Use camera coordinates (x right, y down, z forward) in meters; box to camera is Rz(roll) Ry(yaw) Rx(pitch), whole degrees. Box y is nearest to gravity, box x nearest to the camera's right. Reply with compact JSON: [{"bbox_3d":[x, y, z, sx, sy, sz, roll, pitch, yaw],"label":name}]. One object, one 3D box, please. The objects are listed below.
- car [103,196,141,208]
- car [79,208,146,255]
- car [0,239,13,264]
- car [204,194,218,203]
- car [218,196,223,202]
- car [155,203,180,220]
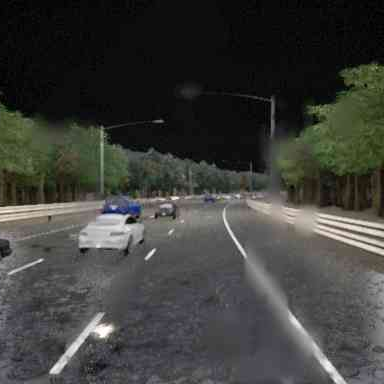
[{"bbox_3d":[-5.847,1.361,28.263,2.150,2.045,5.566,0,0,4],"label":"car"},{"bbox_3d":[-3.116,1.594,13.583,1.812,1.442,4.674,0,0,2],"label":"car"},{"bbox_3d":[-6.779,1.582,8.318,2.033,1.411,5.357,0,0,1],"label":"car"},{"bbox_3d":[4.191,1.479,77.879,2.150,2.045,5.566,0,0,11],"label":"car"},{"bbox_3d":[6.440,1.870,88.501,1.895,1.301,4.718,0,0,13],"label":"car"},{"bbox_3d":[-2.183,1.680,30.205,1.812,1.442,4.674,0,0,4],"label":"car"}]
